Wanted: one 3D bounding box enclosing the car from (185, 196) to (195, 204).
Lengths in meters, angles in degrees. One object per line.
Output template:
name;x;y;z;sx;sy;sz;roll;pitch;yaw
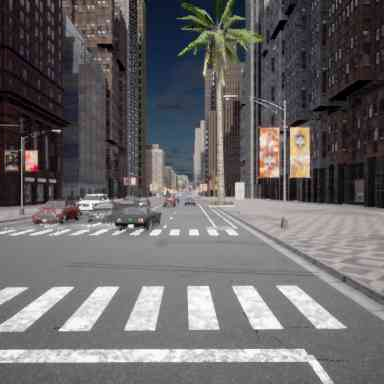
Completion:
car;-0.381;1.538;66.547;1.882;1.535;5.008;0;0;0

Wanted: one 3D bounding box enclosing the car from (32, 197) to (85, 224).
car;-9.987;1.357;24.770;2.097;1.767;4.553;0;0;0

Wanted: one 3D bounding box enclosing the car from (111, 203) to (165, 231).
car;-3.192;1.604;20.704;1.895;1.301;4.718;0;0;6

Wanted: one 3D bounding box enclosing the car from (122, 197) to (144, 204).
car;-6.802;1.558;35.850;2.033;1.411;5.357;0;0;0

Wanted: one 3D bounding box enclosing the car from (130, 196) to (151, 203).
car;-6.852;1.513;46.146;2.128;1.511;4.902;0;0;0

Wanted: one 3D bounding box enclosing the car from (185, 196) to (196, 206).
car;-0.321;1.585;56.124;2.033;1.411;5.357;0;0;0

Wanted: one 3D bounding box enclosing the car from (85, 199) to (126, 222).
car;-6.742;1.531;26.179;1.812;1.442;4.674;0;0;0

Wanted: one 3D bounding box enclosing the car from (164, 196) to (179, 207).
car;-3.449;1.557;52.513;1.812;1.442;4.674;0;0;0

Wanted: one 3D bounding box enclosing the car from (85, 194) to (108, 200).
car;-10.043;1.231;34.257;2.150;2.045;5.566;0;0;0
